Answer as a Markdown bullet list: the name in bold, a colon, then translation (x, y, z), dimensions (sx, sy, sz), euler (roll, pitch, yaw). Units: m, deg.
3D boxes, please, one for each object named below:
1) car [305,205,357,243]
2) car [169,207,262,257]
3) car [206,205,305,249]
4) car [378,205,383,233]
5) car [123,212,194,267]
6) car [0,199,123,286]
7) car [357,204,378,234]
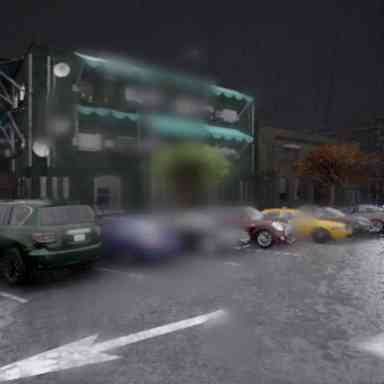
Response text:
- **car**: translation (4.879, 1.512, 16.390), dimensions (5.366, 1.575, 1.946), euler (-1, -1, 34)
- **car**: translation (-0.100, 1.506, 13.059), dimensions (4.892, 1.521, 2.231), euler (-1, -1, 35)
- **car**: translation (2.288, 1.386, 14.793), dimensions (4.553, 1.767, 2.185), euler (-1, -1, 35)
- **car**: translation (9.517, 1.560, 19.932), dimensions (4.792, 1.488, 2.163), euler (-1, -1, 35)
- **car**: translation (-2.506, 1.538, 11.338), dimensions (4.674, 1.452, 2.002), euler (-1, -1, 34)
- **car**: translation (-4.944, 1.240, 9.634), dimensions (5.566, 2.045, 2.435), euler (-1, -1, 35)
- **car**: translation (7.128, 1.525, 18.203), dimensions (4.892, 1.521, 2.231), euler (-1, -1, 35)
